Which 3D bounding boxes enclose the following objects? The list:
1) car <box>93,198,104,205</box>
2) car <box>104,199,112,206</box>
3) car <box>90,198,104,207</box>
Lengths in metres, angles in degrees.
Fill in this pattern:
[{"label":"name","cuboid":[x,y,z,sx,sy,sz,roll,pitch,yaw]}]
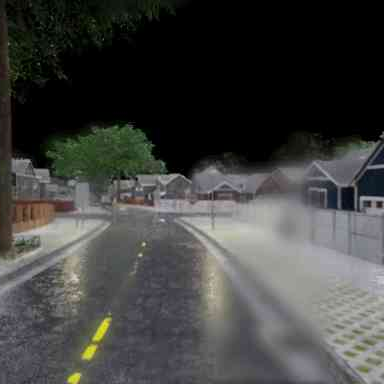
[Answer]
[{"label":"car","cuboid":[-24.503,2.397,87.408,2.097,1.767,4.553,0,-1,-24]},{"label":"car","cuboid":[-20.218,2.419,78.408,2.097,1.767,4.553,0,-1,-26]},{"label":"car","cuboid":[-22.255,2.598,76.312,2.128,1.511,4.902,0,-1,-26]}]
